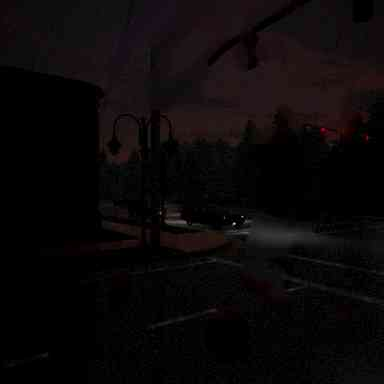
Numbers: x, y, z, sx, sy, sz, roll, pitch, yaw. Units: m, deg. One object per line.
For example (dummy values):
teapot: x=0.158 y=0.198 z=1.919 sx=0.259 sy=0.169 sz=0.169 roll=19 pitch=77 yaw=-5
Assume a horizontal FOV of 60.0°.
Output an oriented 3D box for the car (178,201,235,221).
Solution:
car: x=1.084 y=1.547 z=28.264 sx=2.033 sy=1.411 sz=5.357 roll=0 pitch=0 yaw=-35

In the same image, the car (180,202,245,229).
car: x=1.287 y=1.601 z=21.875 sx=1.895 sy=1.301 sz=4.718 roll=0 pitch=0 yaw=-35

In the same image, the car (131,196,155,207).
car: x=-7.997 y=1.505 z=53.761 sx=1.837 sy=1.490 sz=4.892 roll=0 pitch=0 yaw=-35

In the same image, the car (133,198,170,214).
car: x=-4.532 y=1.478 z=36.337 sx=1.882 sy=1.535 sz=5.008 roll=0 pitch=0 yaw=-34

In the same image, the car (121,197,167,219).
car: x=-4.053 y=1.492 z=29.513 sx=2.128 sy=1.511 sz=4.902 roll=0 pitch=0 yaw=-35

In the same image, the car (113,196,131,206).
car: x=-10.561 y=1.352 z=51.316 sx=2.097 sy=1.767 sz=4.553 roll=0 pitch=0 yaw=-35
